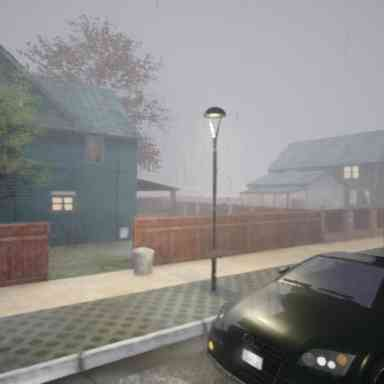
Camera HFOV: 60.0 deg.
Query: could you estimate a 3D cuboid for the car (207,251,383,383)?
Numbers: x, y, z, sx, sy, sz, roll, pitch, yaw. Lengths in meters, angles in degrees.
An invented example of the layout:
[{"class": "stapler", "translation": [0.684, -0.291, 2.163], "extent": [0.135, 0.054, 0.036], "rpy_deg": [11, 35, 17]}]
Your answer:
[{"class": "car", "translation": [2.259, 1.602, 4.685], "extent": [4.181, 1.385, 1.994], "rpy_deg": [1, 0, -36]}]
